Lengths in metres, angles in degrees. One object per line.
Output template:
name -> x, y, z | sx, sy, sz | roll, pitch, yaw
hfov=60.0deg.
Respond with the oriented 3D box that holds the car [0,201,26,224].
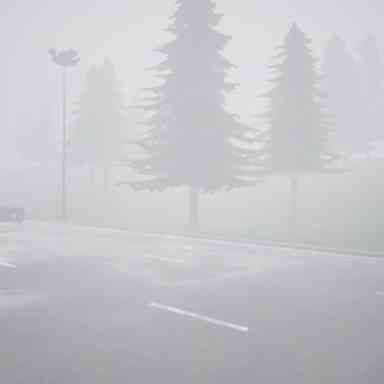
car -> -12.907, 1.309, 21.813 | 5.008, 1.535, 1.882 | 1, 0, 36
